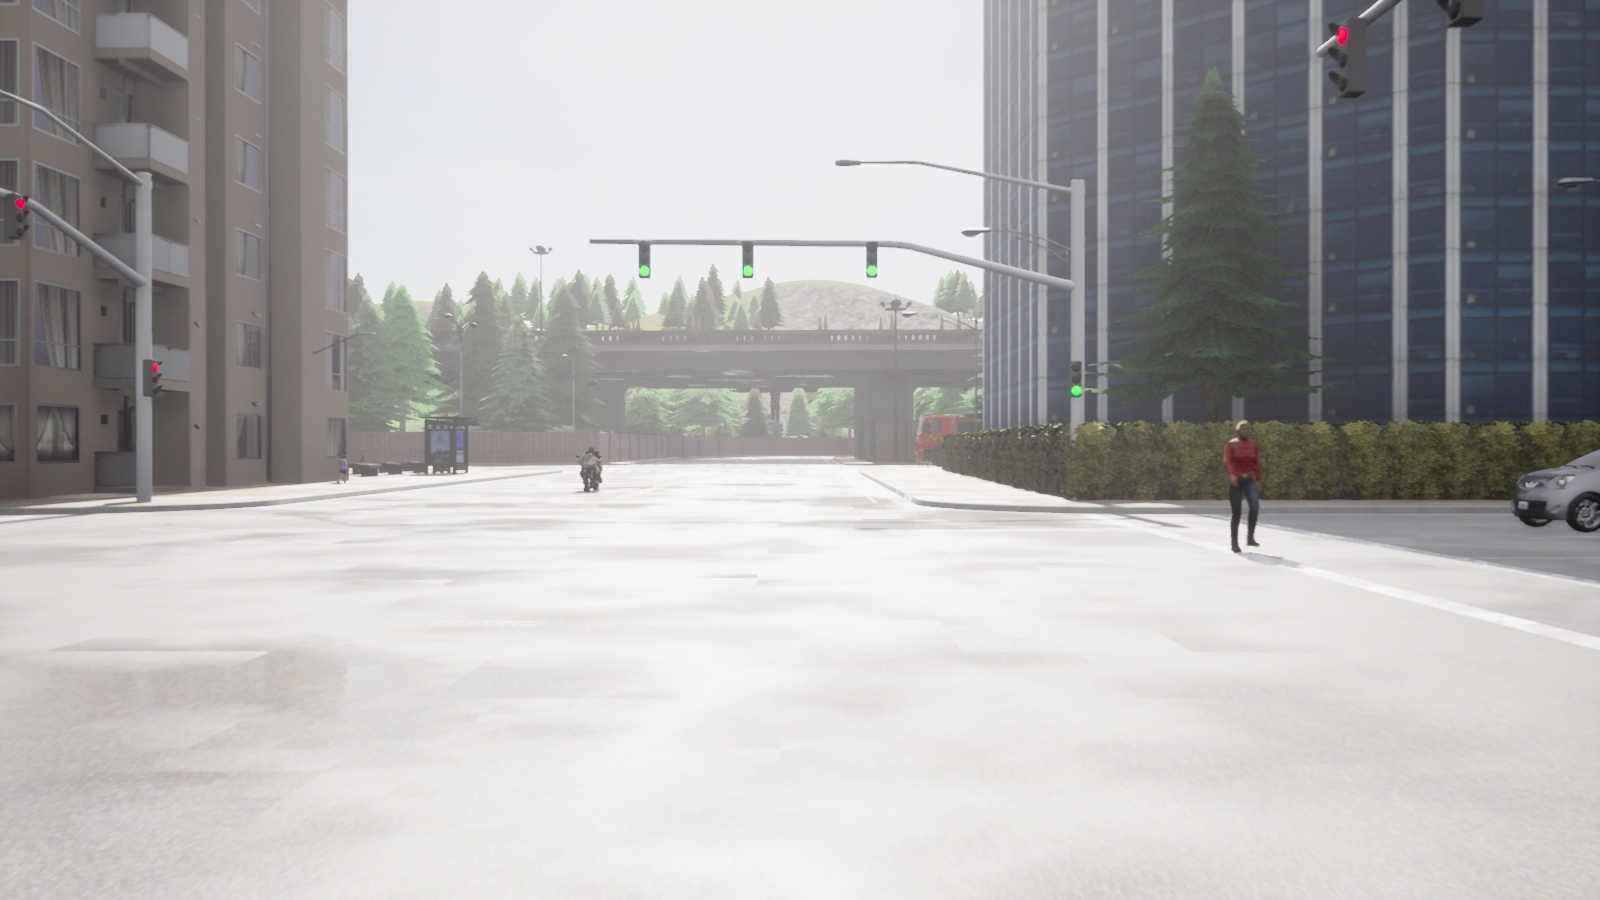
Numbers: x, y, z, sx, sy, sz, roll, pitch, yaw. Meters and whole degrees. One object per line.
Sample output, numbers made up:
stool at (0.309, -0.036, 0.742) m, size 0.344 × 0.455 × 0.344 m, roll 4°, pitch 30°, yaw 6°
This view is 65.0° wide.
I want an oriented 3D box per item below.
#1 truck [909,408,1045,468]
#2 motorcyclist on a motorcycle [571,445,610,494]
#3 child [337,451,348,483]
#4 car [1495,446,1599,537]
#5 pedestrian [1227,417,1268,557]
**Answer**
truck at (11.499, -0.787, 82.159) m, size 8.468 × 3.827 × 2.891 m, roll 0°, pitch 0°, yaw 0°
motorcyclist on a motorcycle at (-6.753, 0.616, 40.613) m, size 0.866 × 1.530 × 2.191 m, roll 0°, pitch 0°, yaw 0°
child at (-16.000, 0.599, 43.916) m, size 0.255 × 1.110 × 0.394 m, roll 0°, pitch 0°, yaw 0°
car at (14.345, 0.687, 21.698) m, size 3.633 × 1.501 × 1.845 m, roll 0°, pitch 0°, yaw 0°
pedestrian at (6.013, 0.482, 16.894) m, size 0.331 × 1.846 × 0.636 m, roll 0°, pitch 0°, yaw 1°
